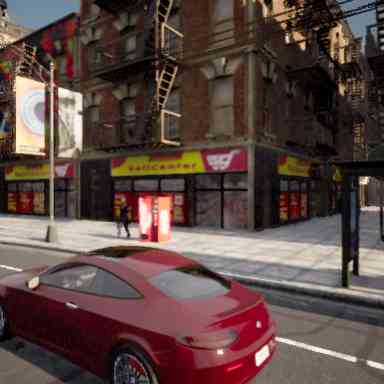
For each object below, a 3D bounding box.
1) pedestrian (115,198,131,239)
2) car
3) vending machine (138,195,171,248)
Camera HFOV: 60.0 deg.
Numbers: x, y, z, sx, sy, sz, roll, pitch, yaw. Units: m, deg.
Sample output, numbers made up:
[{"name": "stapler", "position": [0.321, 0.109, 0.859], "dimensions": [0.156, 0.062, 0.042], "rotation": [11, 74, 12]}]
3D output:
[{"name": "pedestrian", "position": [-2.986, 1.126, 14.499], "dimensions": [0.375, 1.860, 0.375], "rotation": [0, 0, 33]}, {"name": "car", "position": [-1.142, 1.521, 4.803], "dimensions": [4.674, 1.442, 1.812], "rotation": [0, 0, 35]}, {"name": "vending machine", "position": [-1.593, 1.182, 14.062], "dimensions": [0.880, 2.100, 1.100], "rotation": [0, 0, 34]}]
